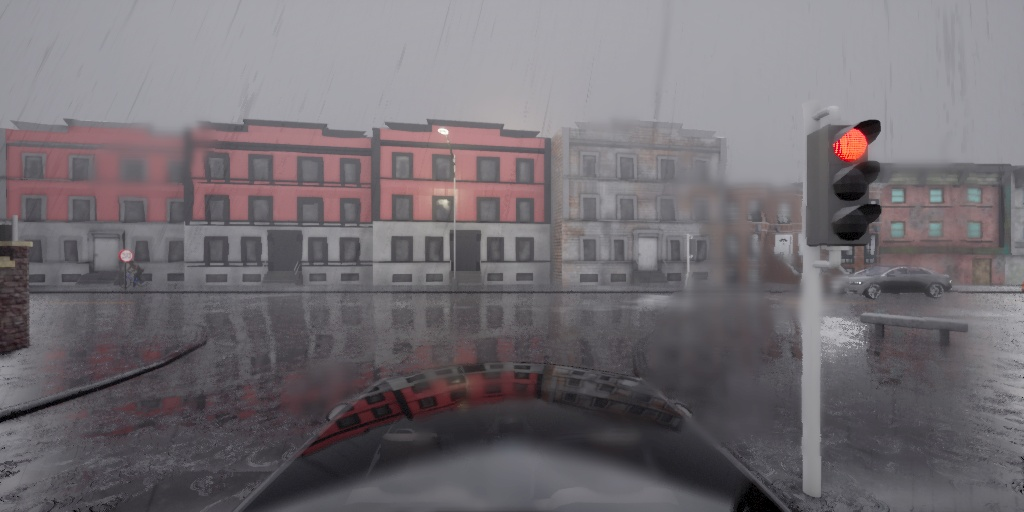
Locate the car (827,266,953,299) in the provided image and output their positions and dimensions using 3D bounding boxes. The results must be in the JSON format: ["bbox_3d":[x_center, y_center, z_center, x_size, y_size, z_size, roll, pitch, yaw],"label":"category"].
[{"bbox_3d":[18.126,1.242,17.335,4.902,1.511,2.128,0,0,0],"label":"car"}]

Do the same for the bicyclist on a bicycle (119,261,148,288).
[{"bbox_3d":[-22.690,1.098,21.514,0.582,1.620,1.656,0,0,0],"label":"bicyclist on a bicycle"}]

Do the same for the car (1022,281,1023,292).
[{"bbox_3d":[28.020,1.102,17.327,4.553,1.767,2.097,0,0,0],"label":"car"}]
